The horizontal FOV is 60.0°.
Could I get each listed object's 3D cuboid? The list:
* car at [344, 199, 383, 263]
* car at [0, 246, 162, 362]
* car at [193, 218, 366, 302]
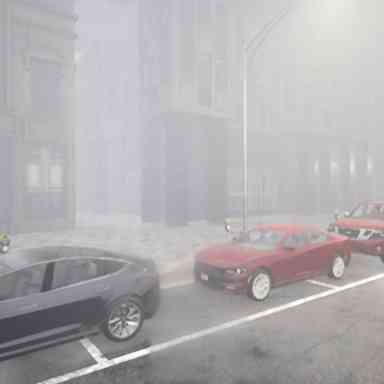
[{"bbox_3d":[6.667,1.202,11.417,5.009,1.841,2.192,-1,1,-36],"label":"car"},{"bbox_3d":[-2.500,1.559,4.862,4.313,1.339,1.947,-1,1,-36],"label":"car"},{"bbox_3d":[2.084,1.485,8.141,4.507,1.381,1.887,-1,1,-36],"label":"car"}]
